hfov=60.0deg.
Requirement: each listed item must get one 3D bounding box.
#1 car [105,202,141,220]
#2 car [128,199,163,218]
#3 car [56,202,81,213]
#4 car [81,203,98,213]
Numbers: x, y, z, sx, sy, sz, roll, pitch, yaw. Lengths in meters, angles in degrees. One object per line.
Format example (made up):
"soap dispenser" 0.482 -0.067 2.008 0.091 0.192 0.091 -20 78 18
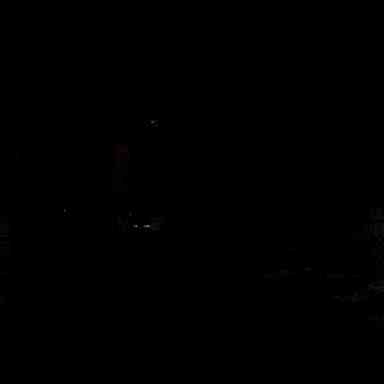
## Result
"car" -7.438 2.066 34.292 1.837 1.490 4.892 0 -1 -36
"car" -5.439 1.793 37.069 2.150 2.045 5.566 0 -1 -36
"car" -18.954 2.319 50.326 2.097 1.767 4.553 0 -1 -36
"car" -16.303 2.491 52.209 1.837 1.490 4.892 0 -1 -36
